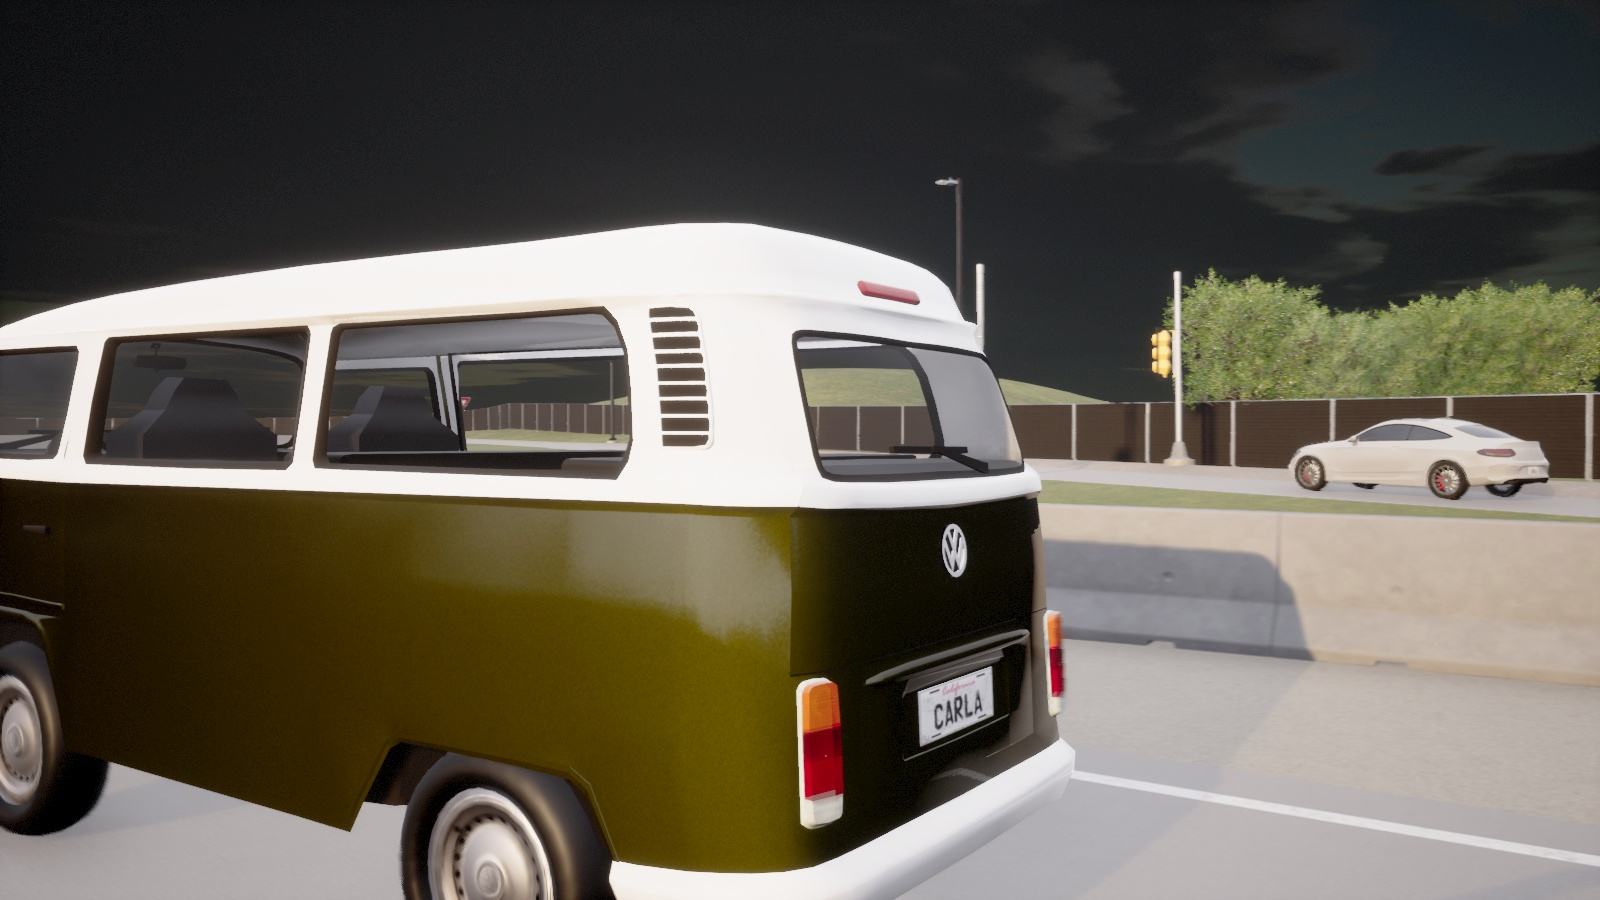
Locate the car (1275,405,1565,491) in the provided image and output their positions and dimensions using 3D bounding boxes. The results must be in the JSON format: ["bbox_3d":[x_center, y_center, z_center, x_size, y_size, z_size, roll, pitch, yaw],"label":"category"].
[{"bbox_3d":[11.475,-0.085,23.601,1.812,1.442,4.674,-2,2,-29],"label":"car"}]

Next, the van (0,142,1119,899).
[{"bbox_3d":[-1.386,0.407,4.539,4.480,2.038,2.069,0,1,34],"label":"van"}]
